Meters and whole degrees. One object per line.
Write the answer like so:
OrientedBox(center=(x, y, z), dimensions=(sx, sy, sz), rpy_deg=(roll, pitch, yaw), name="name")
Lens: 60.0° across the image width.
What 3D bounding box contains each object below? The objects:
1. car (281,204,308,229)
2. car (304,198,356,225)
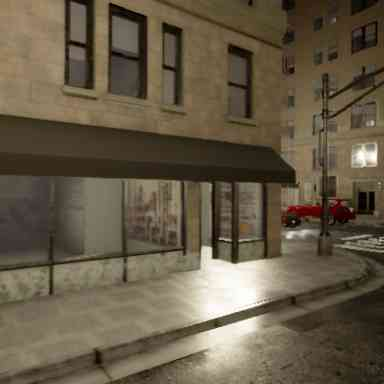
OrientedBox(center=(4.854, 1.585, 21.283), dimensions=(1.994, 1.385, 4.181), rpy_deg=(0, 0, -36), name="car")
OrientedBox(center=(9.414, 1.361, 24.453), dimensions=(2.192, 1.841, 5.009), rpy_deg=(0, 0, -36), name="car")
